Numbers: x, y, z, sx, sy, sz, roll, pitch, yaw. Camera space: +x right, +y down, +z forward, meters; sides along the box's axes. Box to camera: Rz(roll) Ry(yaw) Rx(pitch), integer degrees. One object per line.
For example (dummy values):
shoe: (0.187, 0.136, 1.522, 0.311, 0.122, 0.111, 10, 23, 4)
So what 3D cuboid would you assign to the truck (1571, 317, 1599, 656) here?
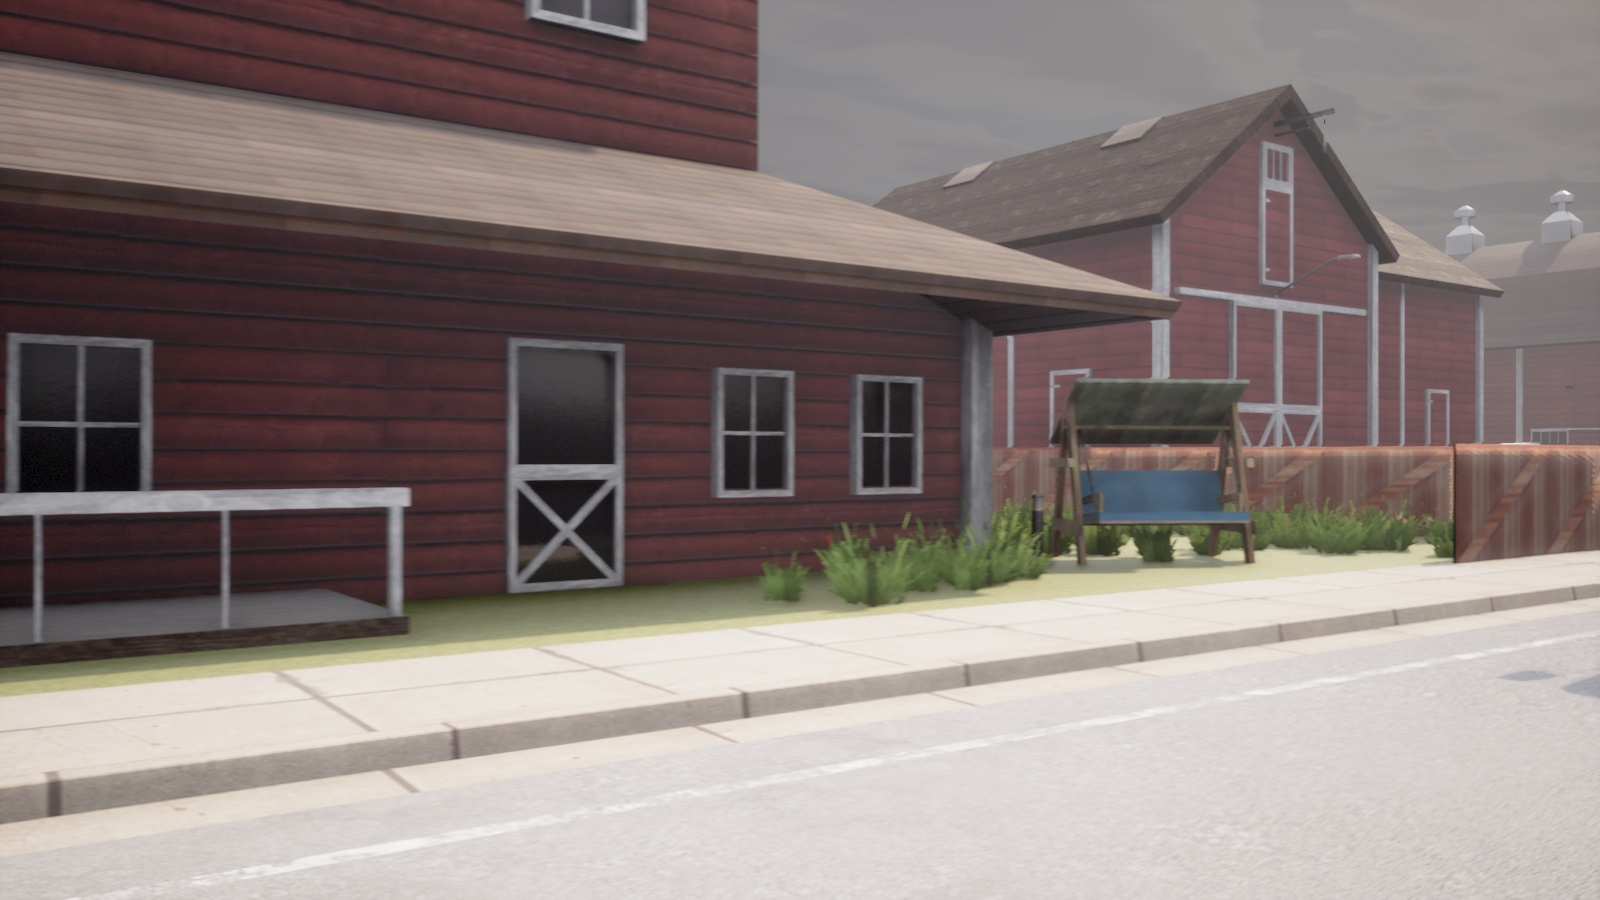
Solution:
truck: (8.593, 0.264, 9.717, 5.204, 2.467, 2.627, 0, 0, -35)
